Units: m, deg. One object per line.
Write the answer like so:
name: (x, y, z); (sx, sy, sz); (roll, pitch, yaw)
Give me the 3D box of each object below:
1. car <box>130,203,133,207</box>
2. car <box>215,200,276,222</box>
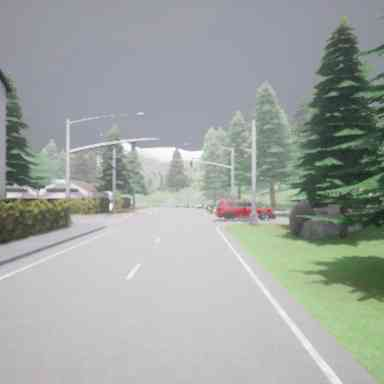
car: (-13.873, 2.516, 67.960); (4.181, 1.385, 1.994); (0, -1, 9)
car: (4.909, 1.778, 30.938); (5.566, 2.045, 2.150); (1, -1, 0)
